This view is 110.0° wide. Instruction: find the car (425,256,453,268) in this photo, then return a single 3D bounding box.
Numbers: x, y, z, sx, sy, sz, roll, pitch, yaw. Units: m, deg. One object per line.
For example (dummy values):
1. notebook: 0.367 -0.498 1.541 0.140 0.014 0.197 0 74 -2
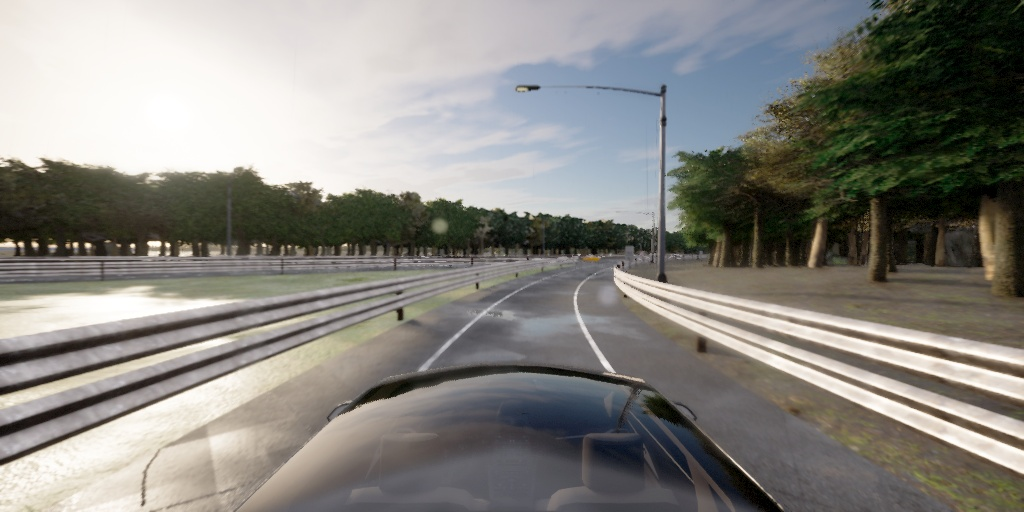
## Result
1. car: -10.205 0.783 49.550 4.674 1.442 1.812 0 1 -45
